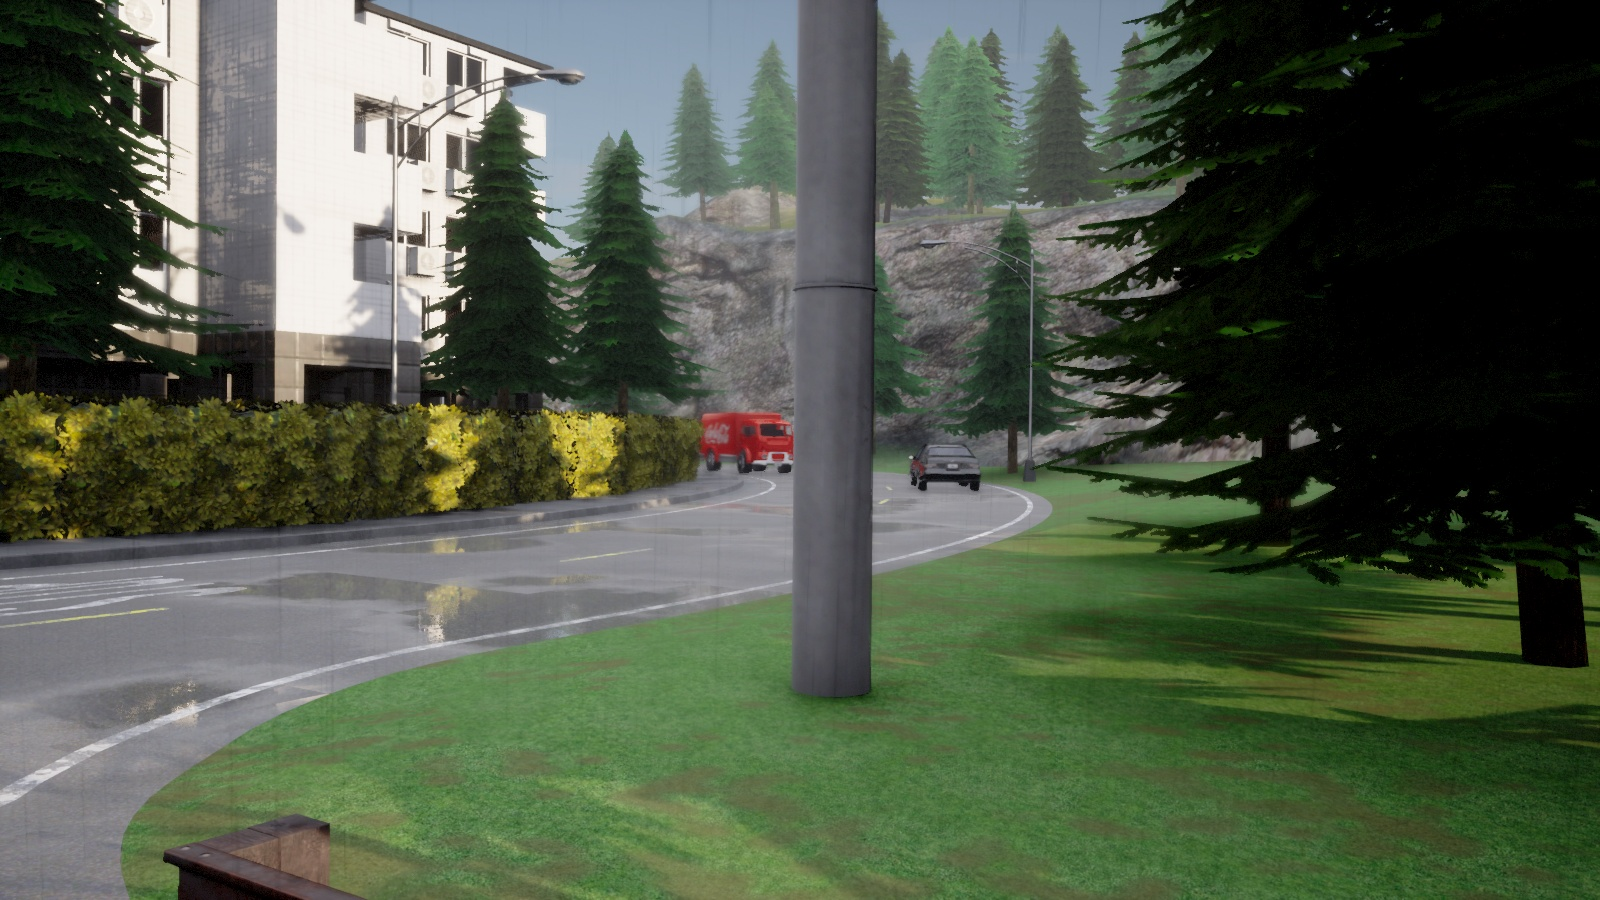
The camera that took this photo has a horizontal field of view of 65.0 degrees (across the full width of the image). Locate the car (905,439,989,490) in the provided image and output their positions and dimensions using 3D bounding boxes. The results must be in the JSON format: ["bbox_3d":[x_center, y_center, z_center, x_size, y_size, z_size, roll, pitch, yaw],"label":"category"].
[{"bbox_3d":[4.422,0.389,38.568,2.033,1.411,5.357,0,1,1],"label":"car"}]

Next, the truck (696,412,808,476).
[{"bbox_3d":[-2.055,-0.267,51.731,2.627,2.467,5.204,-1,1,-28],"label":"truck"}]
